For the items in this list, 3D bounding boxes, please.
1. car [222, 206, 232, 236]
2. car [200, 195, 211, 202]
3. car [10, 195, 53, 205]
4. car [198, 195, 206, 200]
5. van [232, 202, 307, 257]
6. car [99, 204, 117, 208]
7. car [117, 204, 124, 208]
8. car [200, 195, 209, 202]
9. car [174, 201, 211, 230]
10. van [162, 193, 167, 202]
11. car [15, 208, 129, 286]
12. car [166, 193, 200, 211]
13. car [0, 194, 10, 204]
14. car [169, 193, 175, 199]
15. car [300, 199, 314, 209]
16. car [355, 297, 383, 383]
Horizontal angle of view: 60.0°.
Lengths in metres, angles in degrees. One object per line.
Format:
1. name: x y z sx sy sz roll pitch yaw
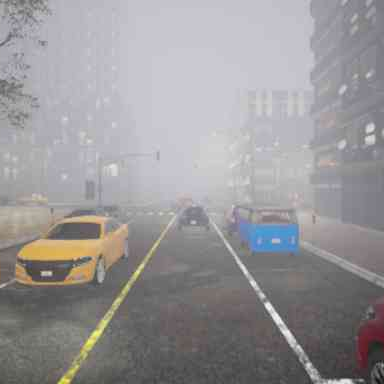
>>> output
1. car: 2.681 1.404 18.009 1.967 1.590 4.097 0 0 0
2. car: 2.662 1.447 62.899 1.947 1.339 4.313 0 0 0
3. car: -22.051 1.034 46.352 4.829 1.417 1.752 1 -1 -1
4. car: 2.649 1.389 89.829 2.008 1.369 4.403 0 0 0
5. van: 2.683 1.316 12.458 1.690 1.788 3.998 0 0 0
6. car: -5.699 1.528 18.004 1.947 1.339 4.313 0 0 0
7. car: -5.702 1.518 23.251 1.947 1.339 4.313 0 0 0
8. car: 2.657 1.410 72.866 1.887 1.381 4.507 0 0 0
9. car: 0.090 1.484 20.420 1.812 1.442 4.674 0 0 0
10. van: -5.724 1.205 72.862 1.690 1.788 3.998 0 0 0
11. car: -3.096 1.457 9.577 1.882 1.535 5.008 0 0 0
12. car: -1.075 1.294 36.005 2.097 1.767 4.553 1 0 -16
13. car: -27.496 0.972 46.199 4.313 1.339 1.947 1 -1 -1
14. car: -5.734 1.172 95.374 1.690 1.788 3.998 0 0 0
15. car: 16.008 1.669 46.713 4.097 1.590 1.967 1 -1 -1
16. car: 2.688 1.312 1.355 2.192 1.841 5.009 0 0 0
